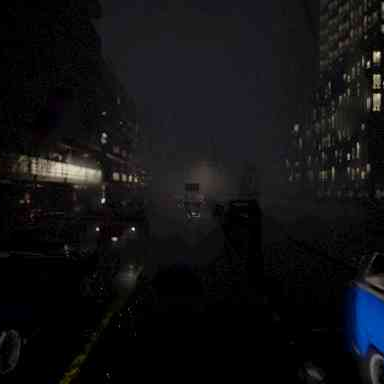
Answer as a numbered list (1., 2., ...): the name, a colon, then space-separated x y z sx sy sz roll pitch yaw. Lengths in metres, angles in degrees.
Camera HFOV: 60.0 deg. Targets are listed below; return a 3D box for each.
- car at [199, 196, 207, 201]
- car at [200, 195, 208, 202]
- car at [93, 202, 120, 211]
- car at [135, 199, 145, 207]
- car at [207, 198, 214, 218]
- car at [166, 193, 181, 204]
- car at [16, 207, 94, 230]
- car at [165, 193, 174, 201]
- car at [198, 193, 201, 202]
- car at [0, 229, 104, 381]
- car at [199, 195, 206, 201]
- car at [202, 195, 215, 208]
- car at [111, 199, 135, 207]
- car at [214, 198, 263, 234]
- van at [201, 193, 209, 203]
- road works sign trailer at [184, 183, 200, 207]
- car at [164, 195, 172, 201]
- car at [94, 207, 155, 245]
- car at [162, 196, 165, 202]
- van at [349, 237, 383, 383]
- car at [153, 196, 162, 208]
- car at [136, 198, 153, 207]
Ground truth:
1. car: 2.665 1.534 79.705 1.802 1.307 4.206 0 0 0
2. car: 2.667 1.476 74.348 1.752 1.417 4.829 0 0 0
3. car: -5.700 1.520 18.909 1.887 1.381 4.507 0 0 0
4. car: -5.703 1.547 29.964 1.802 1.307 4.206 0 0 0
5. car: 2.677 1.510 29.965 1.887 1.381 4.507 0 0 0
6. car: -3.059 1.441 60.584 2.128 1.511 4.902 0 0 1
7. car: -5.698 1.532 13.383 2.008 1.369 4.403 0 0 0
8. car: -5.718 1.269 85.229 2.192 1.841 5.009 0 0 0
9. car: 2.667 1.390 68.651 1.967 1.590 4.097 0 0 0
10. car: -3.100 1.592 5.550 1.895 1.301 4.718 0 0 0
11. car: 2.664 1.536 85.231 1.802 1.307 4.206 0 0 0
12. car: 2.674 1.478 46.715 1.752 1.417 4.829 0 0 0
13. car: -5.702 1.410 24.436 1.967 1.590 4.097 0 0 0
14. car: 2.679 1.290 18.911 2.192 1.841 5.009 0 0 0
15. van: 2.671 1.292 52.071 1.690 1.788 3.998 0 0 0
16. road works sign trailer: -0.005 0.408 50.078 2.380 3.560 2.880 0 0 0
17. car: -5.715 1.477 79.534 1.752 1.417 4.829 0 0 0
18. car: -3.084 1.580 15.549 1.895 1.301 4.718 0 0 0
19. car: -5.708 1.495 52.069 1.887 1.381 4.507 0 0 0
20. van: 2.683 1.337 2.331 1.690 1.788 3.998 0 0 0
21. car: -5.706 1.478 46.373 1.752 1.417 4.829 0 0 0
22. car: -5.705 1.400 35.490 1.967 1.590 4.097 0 0 0
